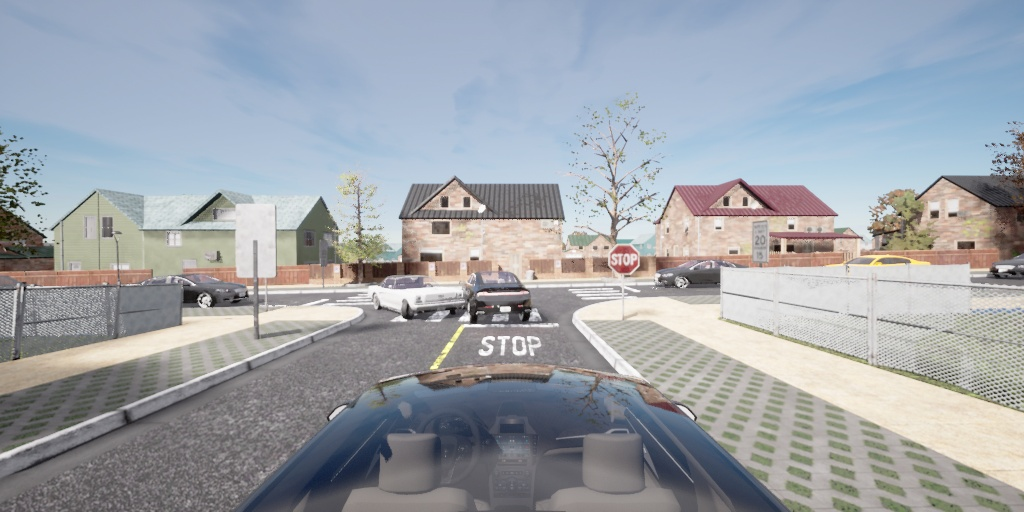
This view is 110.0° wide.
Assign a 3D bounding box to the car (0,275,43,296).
[{"bbox_3d":[-24.241,1.658,16.491,4.553,1.767,2.097,-1,1,0],"label":"car"}]

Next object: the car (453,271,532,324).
[{"bbox_3d":[-0.687,1.249,12.179,2.128,1.511,4.902,0,0,-12],"label":"car"}]

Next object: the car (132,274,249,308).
[{"bbox_3d":[-14.904,1.576,16.532,4.902,1.511,2.128,-1,1,0],"label":"car"}]

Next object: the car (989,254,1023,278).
[{"bbox_3d":[29.383,0.489,19.664,4.902,1.511,2.128,-1,1,0],"label":"car"}]

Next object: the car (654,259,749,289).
[{"bbox_3d":[10.328,0.937,19.589,4.902,1.511,2.128,-1,1,0],"label":"car"}]

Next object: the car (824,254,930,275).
[{"bbox_3d":[19.759,0.702,19.626,5.008,1.535,1.882,-1,1,-1],"label":"car"}]

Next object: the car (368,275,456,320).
[{"bbox_3d":[-3.603,1.375,13.038,1.895,1.301,4.718,0,0,-38],"label":"car"}]
